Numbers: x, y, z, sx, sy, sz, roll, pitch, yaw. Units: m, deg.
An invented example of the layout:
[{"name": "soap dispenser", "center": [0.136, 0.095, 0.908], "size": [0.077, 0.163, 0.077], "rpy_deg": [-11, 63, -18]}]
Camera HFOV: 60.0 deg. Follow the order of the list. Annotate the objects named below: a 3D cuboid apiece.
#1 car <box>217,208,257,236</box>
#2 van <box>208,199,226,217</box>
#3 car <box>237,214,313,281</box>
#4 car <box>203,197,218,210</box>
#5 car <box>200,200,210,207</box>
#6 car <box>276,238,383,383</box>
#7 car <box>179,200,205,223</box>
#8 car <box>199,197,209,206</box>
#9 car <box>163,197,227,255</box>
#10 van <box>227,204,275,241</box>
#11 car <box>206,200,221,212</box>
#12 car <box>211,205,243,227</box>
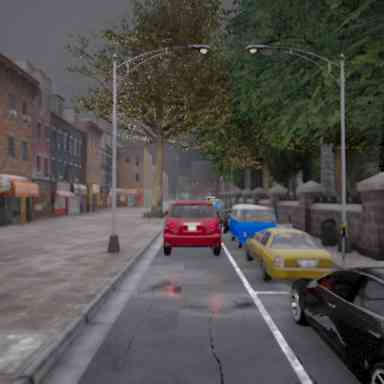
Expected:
[{"name": "car", "center": [2.661, 1.772, 20.648], "size": [1.947, 1.339, 4.313], "rpy_deg": [1, -1, 0]}, {"name": "van", "center": [2.674, 1.723, 36.998], "size": [1.690, 1.788, 3.998], "rpy_deg": [1, -1, 0]}, {"name": "car", "center": [2.655, 1.623, 9.920], "size": [1.752, 1.417, 4.829], "rpy_deg": [1, -1, 0]}, {"name": "car", "center": [3.016, 1.808, 54.306], "size": [2.150, 2.045, 5.566], "rpy_deg": [0, -1, 0]}, {"name": "car", "center": [2.690, 2.351, 69.690], "size": [1.802, 1.307, 4.206], "rpy_deg": [1, -1, 0]}, {"name": "car", "center": [2.651, 1.608, 4.300], "size": [1.947, 1.339, 4.313], "rpy_deg": [1, -1, 0]}, {"name": "car", "center": [0.022, 1.645, 29.091], "size": [2.097, 1.767, 4.553], "rpy_deg": [0, -1, 0]}, {"name": "car", "center": [2.697, 2.154, 75.141], "size": [2.192, 1.841, 5.009], "rpy_deg": [1, -1, 0]}, {"name": "car", "center": [0.011, 1.355, 14.030], "size": [2.150, 2.045, 5.566], "rpy_deg": [0, 0, 0]}, {"name": "van", "center": [2.661, 1.491, 15.200], "size": [1.690, 1.788, 3.998], "rpy_deg": [1, -1, 0]}, {"name": "car", "center": [3.056, 1.957, 47.464], "size": [1.801, 1.575, 5.366], "rpy_deg": [0, -1, 0]}, {"name": "car", "center": [2.665, 1.814, 26.097], "size": [2.008, 1.369, 4.403], "rpy_deg": [1, -1, 0]}]
